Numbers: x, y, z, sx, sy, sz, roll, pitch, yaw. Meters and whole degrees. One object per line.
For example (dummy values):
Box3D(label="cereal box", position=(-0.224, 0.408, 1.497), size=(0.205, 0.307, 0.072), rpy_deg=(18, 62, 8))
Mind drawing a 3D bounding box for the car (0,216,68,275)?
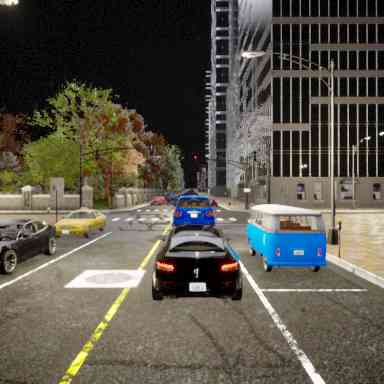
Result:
Box3D(label="car", position=(-5.770, 1.562, 10.481), size=(1.947, 1.339, 4.313), rpy_deg=(0, 0, 0))

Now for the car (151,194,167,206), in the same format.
Box3D(label="car", position=(-5.697, 1.517, 54.286), size=(1.887, 1.381, 4.507), rpy_deg=(0, 0, 0))

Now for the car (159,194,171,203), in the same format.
Box3D(label="car", position=(-5.699, 1.277, 71.335), size=(2.192, 1.841, 5.009), rpy_deg=(0, 0, 0))

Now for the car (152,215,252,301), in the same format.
Box3D(label="car", position=(0.102, 1.523, 8.209), size=(1.812, 1.442, 4.674), rpy_deg=(0, 0, 0))

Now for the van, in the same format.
Box3D(label="van", position=(2.773, 1.337, 10.484), size=(1.690, 1.788, 3.998), rpy_deg=(0, 0, 0))

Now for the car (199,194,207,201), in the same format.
Box3D(label="car", position=(2.680, 1.388, 82.696), size=(1.967, 1.590, 4.097), rpy_deg=(0, 0, 0))

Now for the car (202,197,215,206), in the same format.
Box3D(label="car", position=(2.684, 1.538, 54.290), size=(1.947, 1.339, 4.313), rpy_deg=(0, 0, 0))

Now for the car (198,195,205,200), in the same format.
Box3D(label="car", position=(2.678, 1.453, 94.232), size=(1.752, 1.417, 4.829), rpy_deg=(0, 0, 0))

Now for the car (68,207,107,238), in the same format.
Box3D(label="car", position=(-5.820, 1.518, 17.716), size=(1.752, 1.417, 4.829), rpy_deg=(0, 0, 0))

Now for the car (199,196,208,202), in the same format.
Box3D(label="car", position=(2.680, 1.521, 77.015), size=(1.947, 1.339, 4.313), rpy_deg=(0, 0, 0))

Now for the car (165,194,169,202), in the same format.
Box3D(label="car", position=(-5.698, 1.520, 59.969), size=(2.008, 1.369, 4.403), rpy_deg=(0, 0, 0))

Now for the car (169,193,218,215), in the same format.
Box3D(label="car", position=(0.098, 1.214, 18.559), size=(2.150, 2.045, 5.566), rpy_deg=(0, 0, 0))

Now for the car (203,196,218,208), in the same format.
Box3D(label="car", position=(2.685, 1.416, 48.610), size=(1.967, 1.590, 4.097), rpy_deg=(0, 0, 0))

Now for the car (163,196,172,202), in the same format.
Box3D(label="car", position=(-5.701, 1.538, 77.017), size=(1.802, 1.307, 4.206), rpy_deg=(0, 0, 0))
